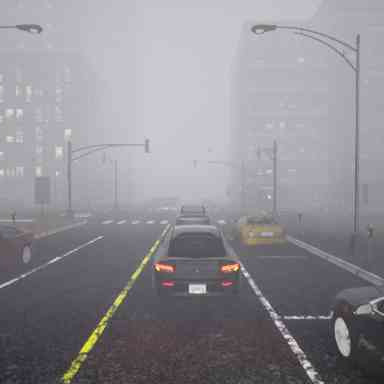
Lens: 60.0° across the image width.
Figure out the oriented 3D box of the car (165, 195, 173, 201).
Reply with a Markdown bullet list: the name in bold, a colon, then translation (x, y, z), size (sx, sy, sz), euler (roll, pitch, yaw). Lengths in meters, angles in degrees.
- **car**: translation (-5.879, 1.530, 86.249), size (1.887, 1.381, 4.507), euler (-1, 0, 0)

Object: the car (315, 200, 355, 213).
- **car**: translation (16.238, 1.623, 37.545), size (4.403, 1.369, 2.008), euler (0, 0, 1)

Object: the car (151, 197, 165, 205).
- **car**: translation (-5.821, 1.554, 57.976), size (1.947, 1.339, 4.313), euler (-1, 0, 0)

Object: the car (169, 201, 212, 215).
- **car**: translation (0.053, 1.487, 18.177), size (2.128, 1.511, 4.902), euler (0, 0, 0)

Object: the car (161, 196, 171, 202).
- **car**: translation (-5.855, 1.531, 74.940), size (1.887, 1.381, 4.507), euler (-1, 0, 0)

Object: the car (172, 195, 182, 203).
- **car**: translation (-3.143, 1.487, 70.538), size (1.837, 1.490, 4.892), euler (0, 0, 0)

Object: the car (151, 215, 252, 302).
- **car**: translation (0.083, 1.523, 8.102), size (1.812, 1.442, 4.674), euler (0, 0, 0)

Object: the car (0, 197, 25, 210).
- **car**: translation (-21.738, 1.275, 37.965), size (4.829, 1.417, 1.752), euler (0, 0, 1)

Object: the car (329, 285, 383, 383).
- **car**: translation (2.801, 1.550, 3.096), size (2.008, 1.369, 4.403), euler (-1, 0, 0)

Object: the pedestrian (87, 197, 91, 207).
- **pedestrian**: translation (-12.632, 1.200, 40.830), size (0.375, 1.300, 0.375), euler (0, 0, 1)

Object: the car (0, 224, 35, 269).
- **car**: translation (-5.849, 1.542, 8.780), size (1.887, 1.381, 4.507), euler (-1, 0, 0)

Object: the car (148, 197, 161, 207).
- **car**: translation (-5.809, 1.514, 52.152), size (1.752, 1.417, 4.829), euler (-1, 0, 0)

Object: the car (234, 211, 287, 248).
- **car**: translation (2.778, 1.521, 14.554), size (1.752, 1.417, 4.829), euler (-1, 0, 0)

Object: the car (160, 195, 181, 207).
- **car**: translation (-3.195, 1.537, 50.390), size (2.033, 1.411, 5.357), euler (0, 0, 0)

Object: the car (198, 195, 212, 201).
- **car**: translation (2.559, 1.539, 57.994), size (2.008, 1.369, 4.403), euler (-1, 0, 0)

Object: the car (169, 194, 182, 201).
- **car**: translation (-3.195, 1.479, 60.341), size (2.128, 1.511, 4.902), euler (0, 0, 0)

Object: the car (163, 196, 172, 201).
- **car**: translation (-5.866, 1.568, 80.594), size (1.802, 1.307, 4.206), euler (-1, 0, 0)
